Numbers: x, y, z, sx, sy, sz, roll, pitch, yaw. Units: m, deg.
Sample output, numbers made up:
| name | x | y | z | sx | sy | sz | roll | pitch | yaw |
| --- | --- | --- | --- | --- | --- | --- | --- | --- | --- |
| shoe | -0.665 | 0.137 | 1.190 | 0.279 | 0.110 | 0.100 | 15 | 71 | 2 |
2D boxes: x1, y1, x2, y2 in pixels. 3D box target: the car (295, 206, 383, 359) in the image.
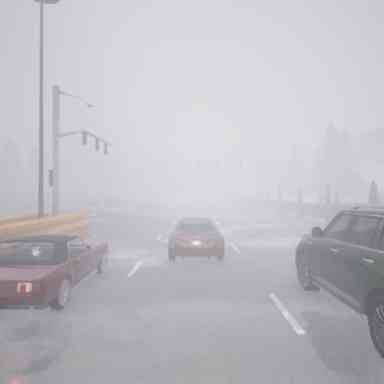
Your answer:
| name | x | y | z | sx | sy | sz | roll | pitch | yaw |
| --- | --- | --- | --- | --- | --- | --- | --- | --- | --- |
| car | 3.624 | 1.258 | 5.930 | 2.150 | 2.045 | 5.566 | 0 | 0 | 0 |

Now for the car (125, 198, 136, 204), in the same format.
| name | x | y | z | sx | sy | sz | roll | pitch | yaw |
| --- | --- | --- | --- | --- | --- | --- | --- | --- | --- |
| car | -13.675 | 1.995 | 73.443 | 1.994 | 1.385 | 4.181 | 0 | 0 | 0 |

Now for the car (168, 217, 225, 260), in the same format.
| name | x | y | z | sx | sy | sz | roll | pitch | yaw |
| --- | --- | --- | --- | --- | --- | --- | --- | --- | --- |
| car | 0.152 | 1.642 | 12.804 | 1.994 | 1.385 | 4.181 | 0 | 0 | 0 |

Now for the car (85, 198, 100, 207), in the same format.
| name | x | y | z | sx | sy | sz | roll | pitch | yaw |
| --- | --- | --- | --- | --- | --- | --- | --- | --- | --- |
| car | -17.281 | 1.854 | 58.267 | 1.837 | 1.490 | 4.892 | 0 | 0 | 1 |

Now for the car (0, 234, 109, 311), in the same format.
| name | x | y | z | sx | sy | sz | roll | pitch | yaw |
| --- | --- | --- | --- | --- | --- | --- | --- | --- | --- |
| car | -3.369 | 1.648 | 7.813 | 1.895 | 1.301 | 4.718 | 0 | 0 | 0 |

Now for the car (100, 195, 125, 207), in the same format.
| name | x | y | z | sx | sy | sz | roll | pitch | yaw |
| --- | --- | --- | --- | --- | --- | --- | --- | --- | --- |
| car | -13.787 | 1.568 | 57.893 | 2.150 | 2.045 | 5.566 | 0 | 0 | 1 |
